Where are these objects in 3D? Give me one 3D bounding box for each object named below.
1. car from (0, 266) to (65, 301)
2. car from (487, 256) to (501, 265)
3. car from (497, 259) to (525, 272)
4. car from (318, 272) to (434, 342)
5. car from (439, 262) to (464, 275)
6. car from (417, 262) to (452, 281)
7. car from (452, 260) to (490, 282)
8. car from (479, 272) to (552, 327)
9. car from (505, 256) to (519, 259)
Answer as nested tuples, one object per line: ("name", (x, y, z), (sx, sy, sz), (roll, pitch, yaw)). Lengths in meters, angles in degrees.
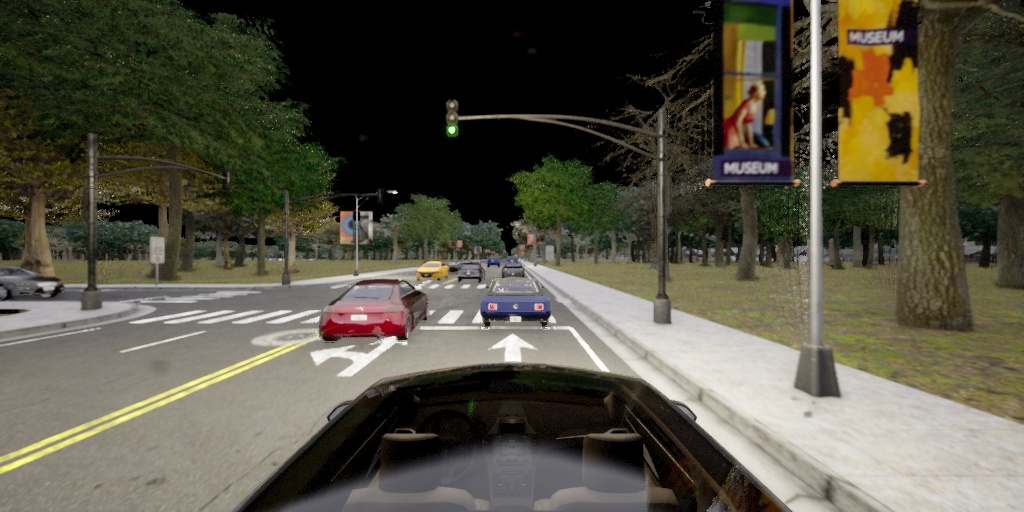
("car", (-23.384, 1.213, 16.217), (4.902, 1.511, 2.128), (0, 0, 0))
("car", (-3.223, 0.990, 63.312), (2.150, 2.045, 5.566), (0, 0, 0))
("car", (0.102, 1.238, 31.108), (2.128, 1.511, 4.902), (0, 0, 0))
("car", (-3.499, 1.312, 9.812), (1.994, 1.385, 4.181), (0, 0, -5))
("car", (-6.586, 1.350, 39.586), (1.895, 1.301, 4.718), (0, 0, 0))
("car", (-6.597, 1.224, 30.179), (1.882, 1.535, 5.008), (0, 0, 0))
("car", (-3.149, 1.294, 28.584), (2.033, 1.411, 5.357), (0, 0, 0))
("car", (0.101, 1.349, 11.522), (1.895, 1.301, 4.718), (0, 0, 0))
("car", (0.033, 0.990, 63.106), (2.150, 2.045, 5.566), (0, 0, 1))
